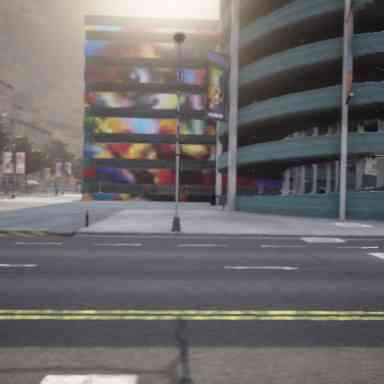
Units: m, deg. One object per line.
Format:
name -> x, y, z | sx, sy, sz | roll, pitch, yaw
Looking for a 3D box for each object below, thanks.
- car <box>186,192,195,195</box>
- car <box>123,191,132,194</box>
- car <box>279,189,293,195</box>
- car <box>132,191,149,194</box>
car -> -0.266, 0.573, 61.911 | 1.895, 1.301, 4.718 | 1, 1, -2
car -> -11.871, 0.303, 61.877 | 2.161, 1.482, 4.786 | 1, 1, -2
car -> 18.192, 0.467, 63.452 | 2.435, 2.045, 5.566 | 1, 1, -2
car -> -7.286, 0.467, 49.847 | 2.002, 1.452, 4.674 | 1, 1, -2
